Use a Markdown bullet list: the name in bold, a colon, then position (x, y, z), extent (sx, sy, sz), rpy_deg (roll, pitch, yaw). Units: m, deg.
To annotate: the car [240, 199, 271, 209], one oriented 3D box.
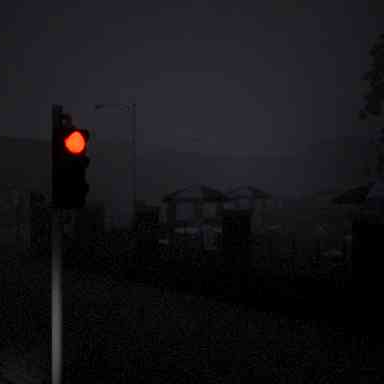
- **car**: position (8.294, 1.555, 45.509), extent (5.357, 1.411, 2.033), rpy_deg (0, 0, -30)
